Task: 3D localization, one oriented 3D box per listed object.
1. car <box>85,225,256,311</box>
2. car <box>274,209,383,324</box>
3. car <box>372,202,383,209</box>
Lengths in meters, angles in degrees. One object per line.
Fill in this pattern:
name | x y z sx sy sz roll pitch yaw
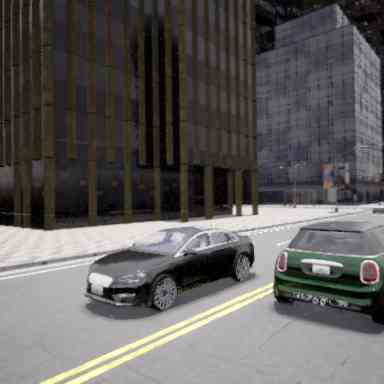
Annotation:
car | -0.242 1.642 8.318 2.128 1.511 4.902 -2 -1 41
car | 3.736 1.432 7.642 2.097 1.767 4.553 -2 -1 41
car | 23.248 1.920 40.199 1.895 1.301 4.718 -2 -1 41
